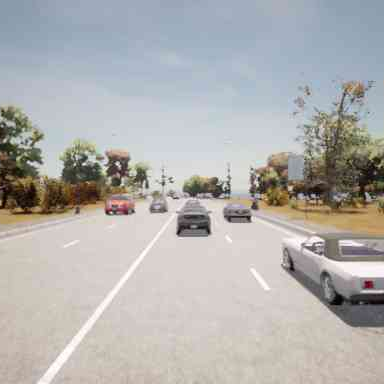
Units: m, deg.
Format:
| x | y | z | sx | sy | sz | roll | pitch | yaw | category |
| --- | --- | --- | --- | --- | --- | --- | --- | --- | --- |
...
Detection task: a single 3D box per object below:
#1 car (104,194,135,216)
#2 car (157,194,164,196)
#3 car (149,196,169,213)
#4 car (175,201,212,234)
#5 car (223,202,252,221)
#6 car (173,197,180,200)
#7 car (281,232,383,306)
| x | y | z | sx | sy | sz | roll | pitch | yaw | category |
| --- | --- | --- | --- | --- | --- | --- | --- | --- | --- |
| -7.092 | 1.228 | 33.235 | 2.150 | 2.045 | 5.566 | 0 | 0 | 0 | car |
| -7.085 | 1.191 | 74.120 | 2.097 | 1.767 | 4.553 | 0 | 0 | -1 | car |
| -3.585 | 1.498 | 36.652 | 2.128 | 1.511 | 4.902 | 0 | 0 | 0 | car |
| 0.102 | 1.508 | 19.308 | 1.837 | 1.490 | 4.892 | 0 | 0 | 0 | car |
| 3.606 | 1.552 | 27.089 | 2.033 | 1.411 | 5.357 | 0 | 0 | 0 | car |
| -3.682 | 1.375 | 78.243 | 1.895 | 1.301 | 4.718 | 0 | 0 | -2 | car |
| 3.599 | 1.602 | 7.944 | 1.895 | 1.301 | 4.718 | 0 | 0 | 0 | car |
